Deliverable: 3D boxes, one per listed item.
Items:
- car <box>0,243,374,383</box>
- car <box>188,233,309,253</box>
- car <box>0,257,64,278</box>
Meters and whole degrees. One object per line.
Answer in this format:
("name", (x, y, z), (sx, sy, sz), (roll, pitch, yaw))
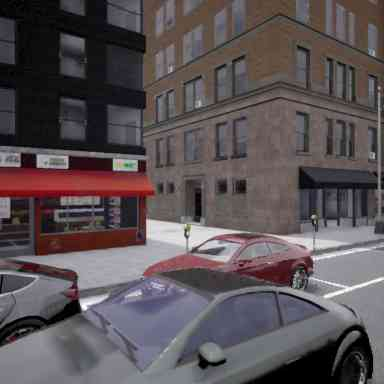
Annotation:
("car", (-0.029, 1.564, 3.356), (4.181, 1.385, 1.994), (0, 0, -35))
("car", (0.931, 1.582, 7.195), (4.206, 1.307, 1.802), (0, 0, -35))
("car", (-3.550, 1.566, 4.003), (4.313, 1.339, 1.947), (0, 0, -35))
